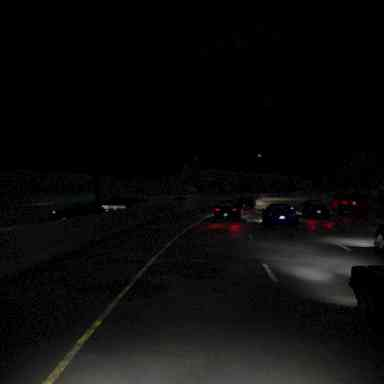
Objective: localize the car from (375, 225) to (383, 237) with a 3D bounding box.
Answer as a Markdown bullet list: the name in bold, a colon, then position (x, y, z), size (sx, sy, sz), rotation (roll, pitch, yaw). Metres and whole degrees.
- **car**: position (7.722, 1.460, 10.718), size (1.837, 1.490, 4.892), rotation (0, 0, 5)

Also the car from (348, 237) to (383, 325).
- **car**: position (3.760, 1.585, 4.048), size (1.895, 1.301, 4.718), rotation (0, 0, 2)

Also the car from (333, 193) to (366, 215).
- **car**: position (14.909, 1.075, 31.763), size (2.150, 2.045, 5.566), rotation (0, 0, 15)

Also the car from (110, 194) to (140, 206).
- **car**: position (-9.516, 1.312, 48.438), size (1.895, 1.301, 4.718), rotation (0, 0, 18)

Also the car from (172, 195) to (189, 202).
- **car**: position (-2.005, 1.232, 58.894), size (1.994, 1.385, 4.181), rotation (0, 0, 22)

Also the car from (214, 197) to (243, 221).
- **car**: position (2.752, 1.389, 25.430), size (1.812, 1.442, 4.674), rotation (0, 0, 10)

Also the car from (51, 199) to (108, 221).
- **car**: position (-8.293, 1.447, 24.562), size (1.895, 1.301, 4.718), rotation (0, 0, 10)

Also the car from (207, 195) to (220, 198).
- **car**: position (4.266, 1.200, 65.360), size (2.033, 1.411, 5.357), rotation (0, 0, 21)

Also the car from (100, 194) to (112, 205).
- **car**: position (-12.543, 1.046, 50.332), size (2.097, 1.767, 4.553), rotation (0, 0, 19)

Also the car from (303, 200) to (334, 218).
- **car**: position (10.568, 1.388, 28.611), size (1.812, 1.442, 4.674), rotation (0, 0, 13)

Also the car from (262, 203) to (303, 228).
- **car**: position (5.575, 1.456, 21.369), size (1.994, 1.385, 4.181), rotation (0, 0, 9)

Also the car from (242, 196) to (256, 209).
- **car**: position (6.741, 1.290, 41.157), size (1.837, 1.490, 4.892), rotation (0, 1, 17)
